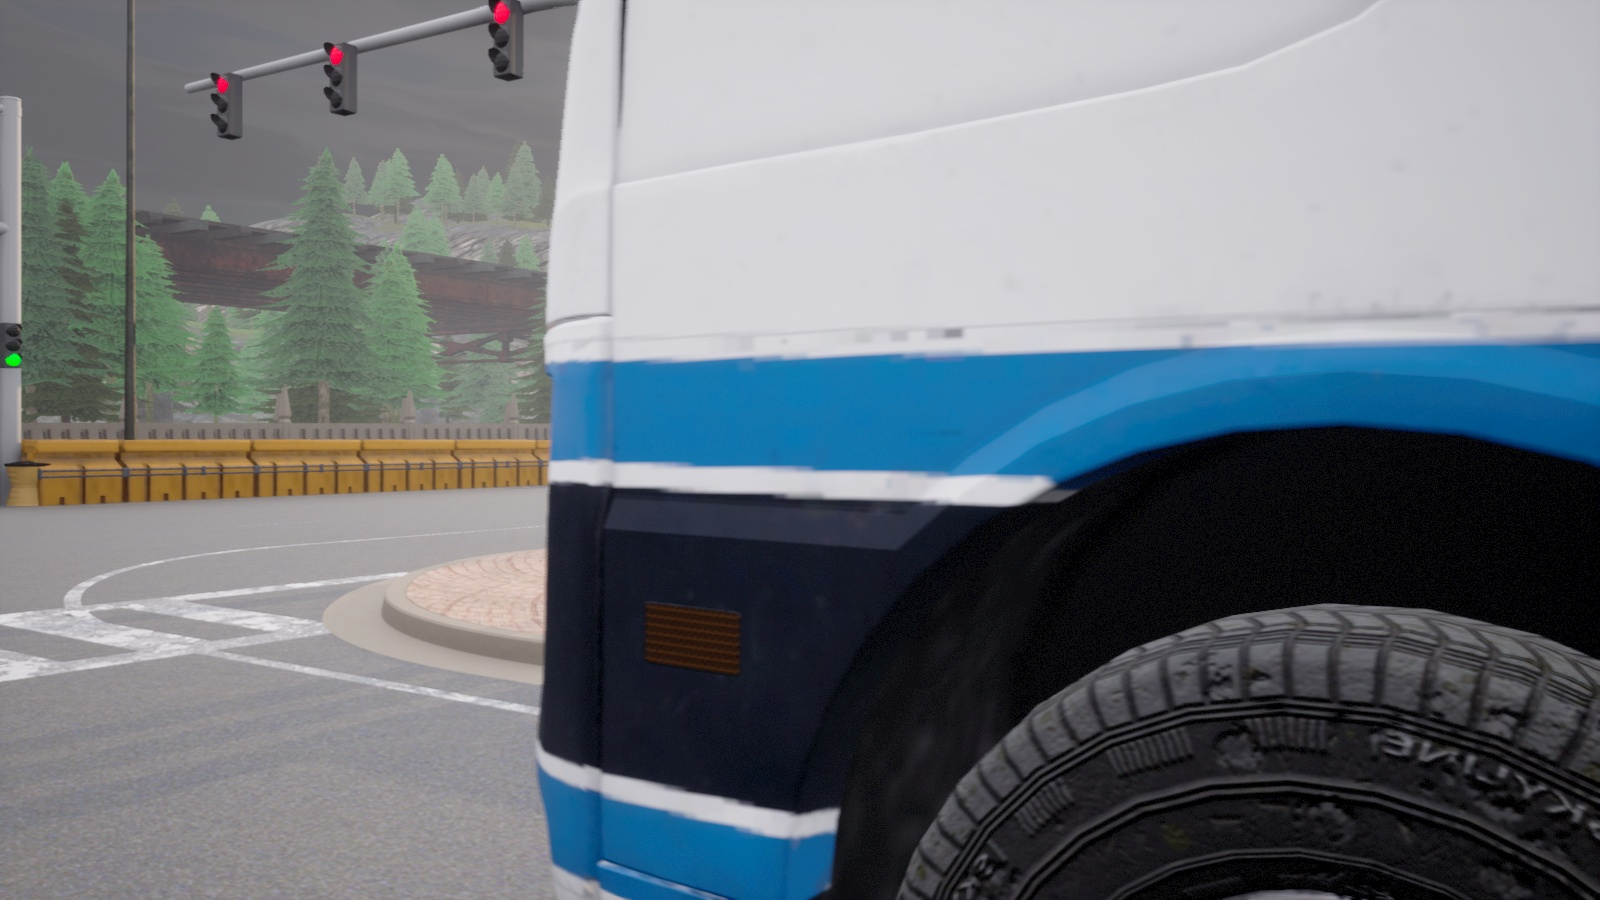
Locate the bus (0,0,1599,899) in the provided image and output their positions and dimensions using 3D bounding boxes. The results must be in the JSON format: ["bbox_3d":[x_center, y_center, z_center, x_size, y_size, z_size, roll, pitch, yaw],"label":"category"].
[{"bbox_3d":[3.933,-0.700,0.982,10.273,4.253,3.944,0,1,34],"label":"bus"}]
